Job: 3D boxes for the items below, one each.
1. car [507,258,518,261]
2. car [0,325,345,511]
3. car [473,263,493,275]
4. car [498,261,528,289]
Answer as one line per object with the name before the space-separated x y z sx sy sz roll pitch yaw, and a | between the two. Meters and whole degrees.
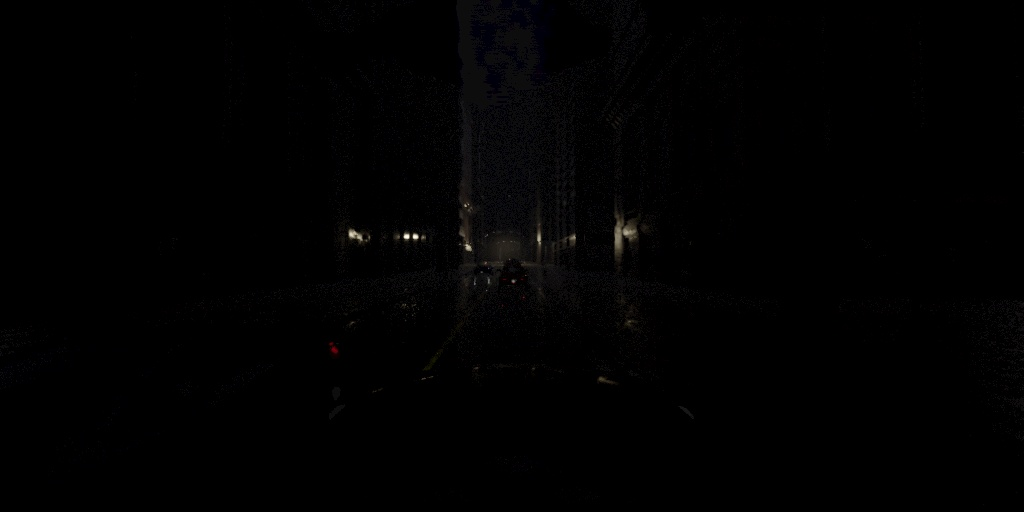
car | 0.060 1.129 41.192 2.097 1.767 4.553 0 0 0
car | -3.096 1.315 2.845 1.994 1.385 4.181 0 0 0
car | -3.124 1.376 39.328 1.895 1.301 4.718 0 0 0
car | 0.083 1.286 23.288 1.812 1.442 4.674 0 0 0
